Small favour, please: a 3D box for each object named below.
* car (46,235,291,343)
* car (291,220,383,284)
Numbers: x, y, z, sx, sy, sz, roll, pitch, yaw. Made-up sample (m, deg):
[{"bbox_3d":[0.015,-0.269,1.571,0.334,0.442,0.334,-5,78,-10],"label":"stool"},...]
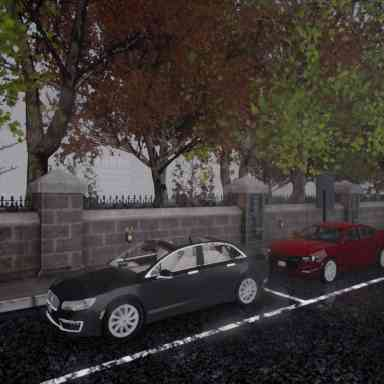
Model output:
[{"bbox_3d":[-0.400,1.551,6.367,4.403,1.369,2.008,0,0,-36],"label":"car"},{"bbox_3d":[4.080,1.546,9.626,4.507,1.381,1.887,0,0,-36],"label":"car"}]
